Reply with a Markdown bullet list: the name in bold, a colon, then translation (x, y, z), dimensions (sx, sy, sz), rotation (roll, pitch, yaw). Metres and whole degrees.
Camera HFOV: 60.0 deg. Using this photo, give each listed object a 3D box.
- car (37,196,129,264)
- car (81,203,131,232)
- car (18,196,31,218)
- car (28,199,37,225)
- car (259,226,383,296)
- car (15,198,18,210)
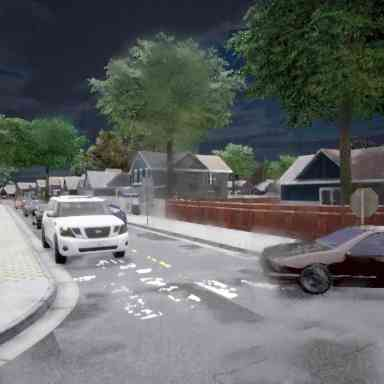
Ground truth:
- **car**: translation (-4.142, 1.186, 12.252), dimensions (2.150, 2.045, 5.566), rotation (0, 0, -30)
- **car**: translation (-5.518, 1.476, 20.916), dimensions (1.812, 1.442, 4.674), rotation (0, 0, -31)
- **car**: translation (-14.288, 1.451, 30.249), dimensions (2.128, 1.511, 4.902), rotation (0, 0, -30)
- **car**: translation (-9.127, 1.433, 21.423), dimensions (1.882, 1.535, 5.008), rotation (0, 0, -30)
- **car**: translation (4.376, 1.526, 7.845), dimensions (5.357, 1.411, 2.033), rotation (0, 0, 5)
- **car**: translation (-22.110, 1.379, 43.792), dimensions (2.097, 1.767, 4.553), rotation (0, 0, -30)
